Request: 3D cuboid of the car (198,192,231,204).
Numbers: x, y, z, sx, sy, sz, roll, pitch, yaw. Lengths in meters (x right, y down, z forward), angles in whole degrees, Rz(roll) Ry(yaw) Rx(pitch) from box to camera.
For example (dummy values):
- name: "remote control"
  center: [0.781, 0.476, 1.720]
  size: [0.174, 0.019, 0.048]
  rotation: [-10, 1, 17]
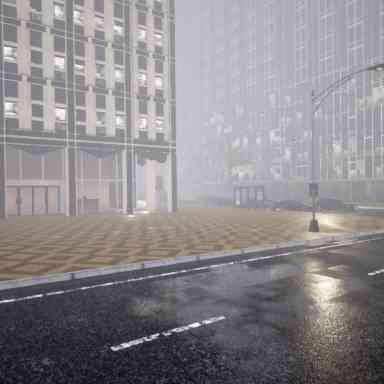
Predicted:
- name: "car"
  center: [3.688, 1.205, 51.348]
  size: [2.033, 1.411, 5.357]
  rotation: [-1, 1, -34]

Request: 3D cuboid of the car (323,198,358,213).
- name: "car"
  center: [14.976, 1.364, 34.936]
  size: [1.812, 1.442, 4.674]
  rotation: [-1, 1, -34]

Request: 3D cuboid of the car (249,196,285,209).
- name: "car"
  center: [9.578, 1.316, 42.773]
  size: [1.994, 1.385, 4.181]
  rotation: [-1, 1, -35]

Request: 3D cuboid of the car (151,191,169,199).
- name: "car"
  center: [-7.556, 0.614, 77.888]
  size: [2.192, 1.841, 5.009]
  rotation: [0, 1, -35]

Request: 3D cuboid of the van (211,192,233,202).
- name: "van"
  center: [5.335, 0.855, 59.162]
  size: [1.690, 1.788, 3.998]
  rotation: [0, 1, -35]

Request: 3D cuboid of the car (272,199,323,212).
- name: "car"
  center: [11.217, 1.423, 35.615]
  size: [1.947, 1.339, 4.313]
  rotation: [0, 1, -35]

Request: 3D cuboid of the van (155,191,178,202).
- name: "van"
  center: [-4.790, 0.936, 59.093]
  size: [1.690, 1.788, 3.998]
  rotation: [0, 1, -35]

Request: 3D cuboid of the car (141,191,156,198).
- name: "car"
  center: [-10.779, 0.685, 82.571]
  size: [1.967, 1.590, 4.097]
  rotation: [0, 1, -35]

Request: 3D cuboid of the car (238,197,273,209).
- name: "car"
  center: [8.008, 1.388, 40.309]
  size: [1.802, 1.307, 4.206]
  rotation: [0, 1, -35]

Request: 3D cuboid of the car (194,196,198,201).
- name: "car"
  center: [2.113, 1.043, 63.846]
  size: [1.802, 1.307, 4.206]
  rotation: [0, 1, -35]

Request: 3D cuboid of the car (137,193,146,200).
- name: "car"
  center: [-11.236, 1.039, 68.459]
  size: [2.008, 1.369, 4.403]
  rotation: [0, 1, -35]

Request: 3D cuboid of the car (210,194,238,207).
- name: "car"
  center: [4.833, 1.319, 45.023]
  size: [1.947, 1.339, 4.313]
  rotation: [0, 1, -35]
